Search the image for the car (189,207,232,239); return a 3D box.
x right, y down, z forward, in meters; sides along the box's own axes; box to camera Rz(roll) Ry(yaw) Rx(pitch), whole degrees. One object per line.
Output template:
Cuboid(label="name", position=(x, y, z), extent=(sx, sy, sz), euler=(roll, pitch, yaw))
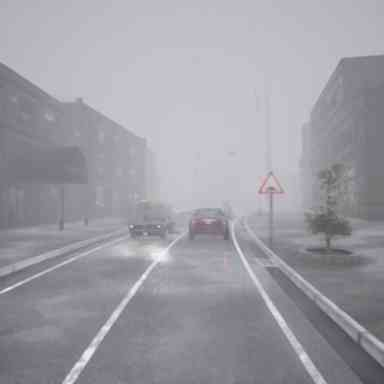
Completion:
Cuboid(label="car", position=(1.038, 1.640, 19.077), extent=(2.097, 1.767, 4.553), euler=(0, -2, 5))

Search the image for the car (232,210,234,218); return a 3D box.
Cuboid(label="car", position=(3.600, 2.336, 37.438), extent=(2.033, 1.411, 5.357), euler=(-1, -2, 11))

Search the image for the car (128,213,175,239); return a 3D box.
Cuboid(label="car", position=(-2.192, 1.874, 19.136), extent=(1.895, 1.301, 4.718), euler=(-1, -1, 5))
